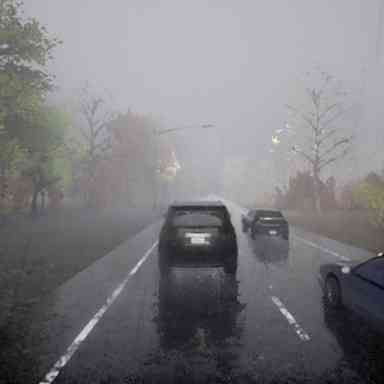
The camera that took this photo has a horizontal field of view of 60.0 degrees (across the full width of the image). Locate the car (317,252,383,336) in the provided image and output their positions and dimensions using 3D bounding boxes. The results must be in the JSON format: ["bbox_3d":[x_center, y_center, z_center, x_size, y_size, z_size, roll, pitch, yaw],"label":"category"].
[{"bbox_3d":[3.628,1.576,4.819,2.033,1.411,5.357,0,0,0],"label":"car"}]

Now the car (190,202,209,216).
[{"bbox_3d":[0.815,1.804,35.751,1.895,1.301,4.718,0,0,2],"label":"car"}]

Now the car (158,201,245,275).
[{"bbox_3d":[0.179,1.287,10.850,2.150,2.045,5.566,0,0,1],"label":"car"}]

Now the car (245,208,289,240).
[{"bbox_3d":[3.792,1.607,17.796,1.837,1.490,4.892,0,0,1],"label":"car"}]
